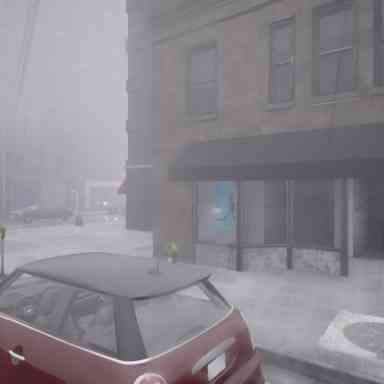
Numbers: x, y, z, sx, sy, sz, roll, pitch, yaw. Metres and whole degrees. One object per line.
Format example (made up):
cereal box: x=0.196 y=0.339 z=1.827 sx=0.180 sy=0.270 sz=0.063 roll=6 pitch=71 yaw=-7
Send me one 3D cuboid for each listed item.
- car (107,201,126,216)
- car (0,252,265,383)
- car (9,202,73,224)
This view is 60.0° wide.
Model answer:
car: x=-6.225 y=1.556 z=32.622 sx=1.994 sy=1.385 sz=4.181 roll=0 pitch=0 yaw=35
car: x=-1.376 y=1.440 z=3.830 sx=4.097 sy=1.590 sz=1.967 roll=0 pitch=0 yaw=36
car: x=-11.349 y=1.516 z=25.345 sx=1.812 sy=1.442 sz=4.674 roll=0 pitch=0 yaw=37
